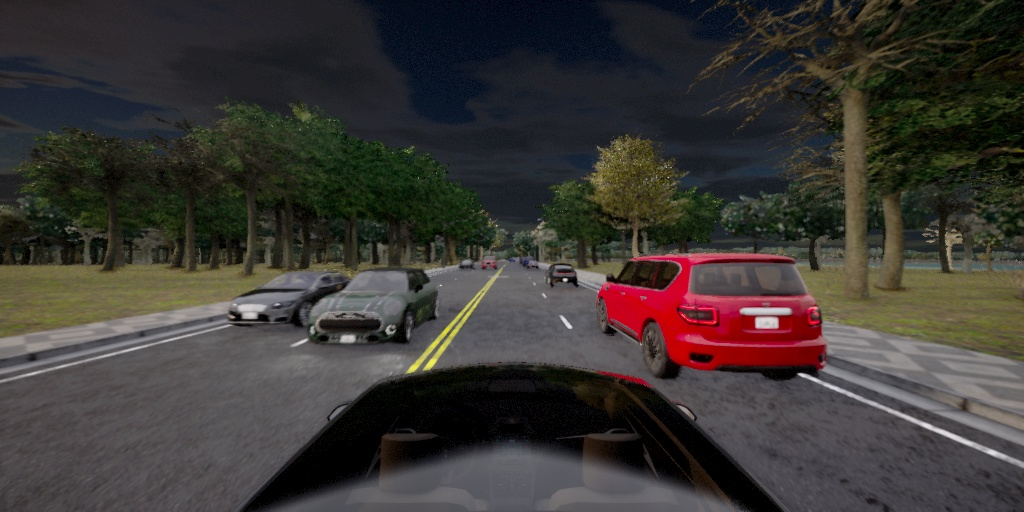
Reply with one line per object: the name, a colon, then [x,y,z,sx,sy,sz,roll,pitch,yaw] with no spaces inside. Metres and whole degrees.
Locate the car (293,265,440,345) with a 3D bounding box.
car: [-3.350,1.103,9.571,2.097,1.767,4.553,0,0,0]

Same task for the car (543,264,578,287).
car: [3.348,1.265,24.930,1.837,1.490,4.892,0,0,0]

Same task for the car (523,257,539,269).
car: [3.244,1.350,56.922,2.033,1.411,5.357,0,0,0]

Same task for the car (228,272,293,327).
car: [-6.599,1.243,11.480,2.128,1.511,4.902,0,0,0]

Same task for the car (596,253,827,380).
car: [3.350,0.972,7.397,2.150,2.045,5.566,0,0,0]

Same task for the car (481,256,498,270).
car: [-3.311,1.016,53.267,2.150,2.045,5.566,0,0,1]

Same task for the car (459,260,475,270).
car: [-6.574,1.272,52.652,1.882,1.535,5.008,0,0,0]
